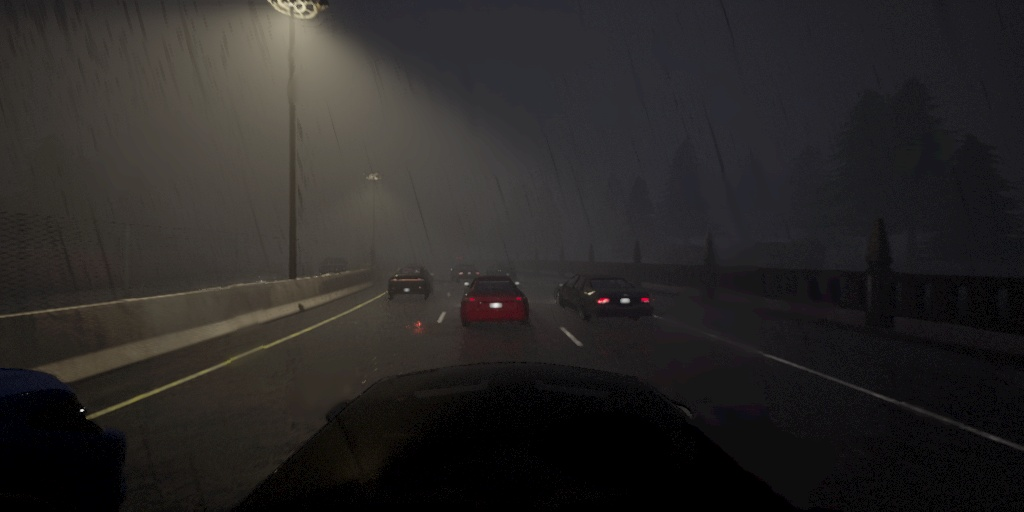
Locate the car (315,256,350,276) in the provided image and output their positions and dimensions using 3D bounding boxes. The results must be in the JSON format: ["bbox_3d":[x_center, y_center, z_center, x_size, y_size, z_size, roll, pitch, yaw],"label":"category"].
[{"bbox_3d":[-16.386,1.078,33.296,2.150,2.045,5.566,0,0,-20],"label":"car"}]

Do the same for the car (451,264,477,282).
[{"bbox_3d":[-3.878,1.350,29.287,2.033,1.411,5.357,0,0,-16],"label":"car"}]

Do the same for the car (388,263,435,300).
[{"bbox_3d":[-5.023,1.284,18.167,2.128,1.511,4.902,0,0,-9],"label":"car"}]

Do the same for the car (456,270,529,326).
[{"bbox_3d":[-0.634,1.330,11.839,1.994,1.385,4.181,0,0,-5],"label":"car"}]

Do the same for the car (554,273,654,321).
[{"bbox_3d":[2.886,1.300,12.484,2.033,1.411,5.357,0,0,-6],"label":"car"}]

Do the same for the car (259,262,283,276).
[{"bbox_3d":[-27.086,1.403,40.445,2.128,1.511,4.902,0,0,-27],"label":"car"}]

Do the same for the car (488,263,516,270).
[{"bbox_3d":[-0.964,1.319,31.568,1.812,1.442,4.674,0,0,-16],"label":"car"}]

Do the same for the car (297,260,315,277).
[{"bbox_3d":[-21.950,1.450,37.725,1.994,1.385,4.181,0,0,-24],"label":"car"}]
